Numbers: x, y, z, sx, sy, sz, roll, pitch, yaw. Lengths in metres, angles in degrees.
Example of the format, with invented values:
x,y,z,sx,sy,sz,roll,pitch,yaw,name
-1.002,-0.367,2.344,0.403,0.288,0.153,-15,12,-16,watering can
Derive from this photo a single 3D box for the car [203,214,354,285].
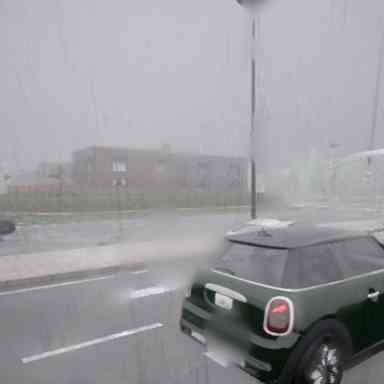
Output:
x,y,z,sx,sy,sz,roll,pitch,yaw,name
2.733,1.501,9.994,4.674,1.442,1.812,0,0,-36,car

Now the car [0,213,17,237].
x,y,z,sx,sy,sz,roll,pitch,yaw,name
-10.604,1.505,14.845,4.892,1.490,1.837,0,0,-35,car

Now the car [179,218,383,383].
x,y,z,sx,sy,sz,roll,pitch,yaw,name
2.112,1.337,5.251,4.553,1.767,2.097,0,0,-36,car
